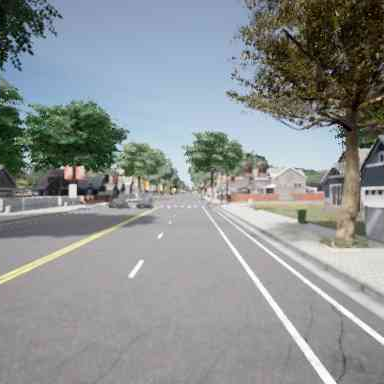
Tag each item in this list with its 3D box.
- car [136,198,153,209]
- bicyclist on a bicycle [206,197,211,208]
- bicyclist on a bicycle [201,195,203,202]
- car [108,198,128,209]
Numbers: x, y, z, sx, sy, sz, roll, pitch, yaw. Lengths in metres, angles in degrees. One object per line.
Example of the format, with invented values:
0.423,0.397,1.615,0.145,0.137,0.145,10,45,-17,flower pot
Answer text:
-6.504,1.524,46.283,2.033,1.411,5.357,0,0,1,car
2.264,1.412,45.155,0.866,1.612,1.509,0,0,0,bicyclist on a bicycle
2.273,1.405,74.717,0.582,1.620,1.656,0,0,0,bicyclist on a bicycle
-9.779,1.542,44.257,1.994,1.385,4.181,0,0,1,car
